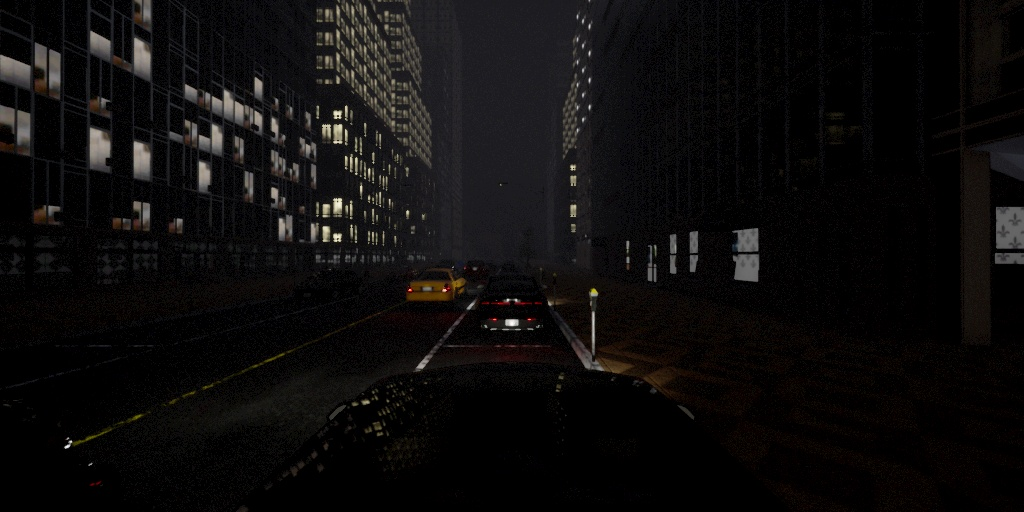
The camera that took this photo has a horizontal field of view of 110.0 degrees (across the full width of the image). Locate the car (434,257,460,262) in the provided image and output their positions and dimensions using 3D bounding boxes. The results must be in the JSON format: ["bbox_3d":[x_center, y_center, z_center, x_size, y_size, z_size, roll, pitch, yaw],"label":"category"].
[{"bbox_3d":[-6.238,1.091,34.521,2.097,1.767,4.553,0,0,0],"label":"car"}]

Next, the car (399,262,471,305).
[{"bbox_3d":[-3.145,1.204,15.836,1.801,1.575,5.366,0,0,0],"label":"car"}]

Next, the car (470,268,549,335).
[{"bbox_3d":[0.000,1.253,10.499,1.837,1.490,4.892,0,0,0],"label":"car"}]

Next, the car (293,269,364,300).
[{"bbox_3d":[-8.836,1.313,17.650,1.948,1.339,4.313,0,0,0],"label":"car"}]

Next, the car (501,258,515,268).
[{"bbox_3d":[-0.455,1.298,46.099,1.948,1.339,4.313,0,0,0],"label":"car"}]

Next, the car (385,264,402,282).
[{"bbox_3d":[-8.835,1.325,29.033,1.802,1.307,4.207,0,0,0],"label":"car"}]

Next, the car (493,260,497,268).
[{"bbox_3d":[-3.050,1.256,48.983,1.812,1.442,4.674,0,0,0],"label":"car"}]

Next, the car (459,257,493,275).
[{"bbox_3d":[-3.055,1.093,31.626,2.097,1.767,4.553,0,0,0],"label":"car"}]
